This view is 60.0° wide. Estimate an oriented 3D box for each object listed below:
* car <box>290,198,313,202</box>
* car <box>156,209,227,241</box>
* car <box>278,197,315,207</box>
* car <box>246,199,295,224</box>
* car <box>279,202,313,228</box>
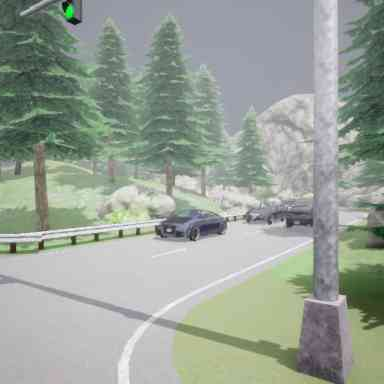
[{"bbox_3d":[11.321,1.520,33.670,1.837,1.490,4.892,0,0,28],"label":"car"},{"bbox_3d":[0.078,1.579,16.935,1.994,1.385,4.181,0,0,35],"label":"car"},{"bbox_3d":[16.519,1.575,52.728,2.033,1.411,5.357,0,0,-43],"label":"car"},{"bbox_3d":[5.730,1.506,25.118,2.128,1.511,4.902,0,0,35],"label":"car"},{"bbox_3d":[7.500,1.588,21.348,1.837,1.490,4.892,0,-1,35],"label":"car"}]
